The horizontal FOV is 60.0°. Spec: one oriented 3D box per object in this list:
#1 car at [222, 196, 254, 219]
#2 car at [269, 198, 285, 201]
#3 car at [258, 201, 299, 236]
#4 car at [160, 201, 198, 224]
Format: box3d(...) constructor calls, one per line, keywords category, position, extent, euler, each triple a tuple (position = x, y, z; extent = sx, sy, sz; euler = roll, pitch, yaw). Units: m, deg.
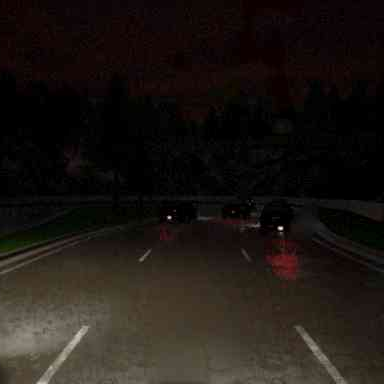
box3d(category="car", position=(3.836, 1.374, 28.087), extent=(1.882, 1.535, 5.008), euler=(0, 0, 16))
box3d(category="car", position=(9.905, 1.422, 38.434), extent=(1.994, 1.385, 4.181), euler=(0, 0, 6))
box3d(category="car", position=(4.666, 1.438, 18.004), extent=(1.837, 1.490, 4.892), euler=(-1, 0, 12))
box3d(category="car", position=(-0.868, 1.415, 24.306), extent=(1.837, 1.490, 4.892), euler=(0, 0, 15))
